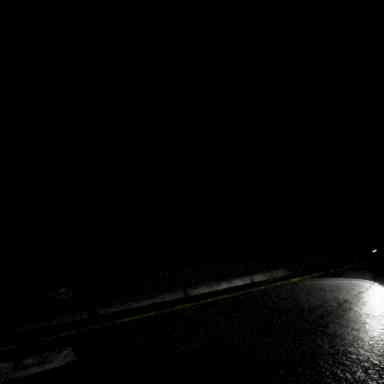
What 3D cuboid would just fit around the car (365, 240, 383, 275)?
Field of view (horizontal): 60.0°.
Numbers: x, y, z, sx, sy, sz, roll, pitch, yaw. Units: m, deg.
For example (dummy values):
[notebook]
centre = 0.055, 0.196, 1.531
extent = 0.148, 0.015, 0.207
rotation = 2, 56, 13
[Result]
[car]
centre = 6.629, 1.561, 9.131
extent = 4.181, 1.385, 1.994
rotation = 0, 0, -35
